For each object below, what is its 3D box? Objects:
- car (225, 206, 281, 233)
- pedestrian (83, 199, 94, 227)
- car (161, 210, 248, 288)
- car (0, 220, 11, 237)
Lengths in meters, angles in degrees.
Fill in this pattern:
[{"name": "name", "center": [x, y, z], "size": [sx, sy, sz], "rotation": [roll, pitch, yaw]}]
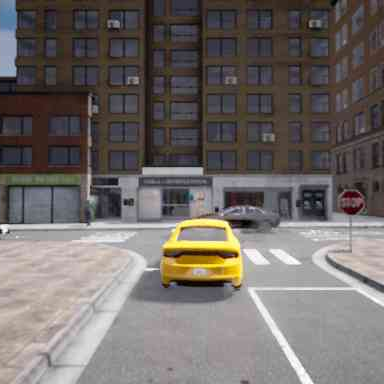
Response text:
[{"name": "car", "center": [2.592, 1.559, 19.107], "size": [4.902, 1.511, 2.128], "rotation": [-1, -1, 0]}, {"name": "pedestrian", "center": [-6.855, 1.367, 22.047], "size": [0.375, 1.860, 0.375], "rotation": [0, -1, 0]}, {"name": "car", "center": [0.363, 1.513, 9.421], "size": [1.882, 1.535, 5.008], "rotation": [0, 0, 5]}, {"name": "car", "center": [-11.500, 1.635, 16.187], "size": [4.902, 1.511, 2.128], "rotation": [0, -1, 0]}]
